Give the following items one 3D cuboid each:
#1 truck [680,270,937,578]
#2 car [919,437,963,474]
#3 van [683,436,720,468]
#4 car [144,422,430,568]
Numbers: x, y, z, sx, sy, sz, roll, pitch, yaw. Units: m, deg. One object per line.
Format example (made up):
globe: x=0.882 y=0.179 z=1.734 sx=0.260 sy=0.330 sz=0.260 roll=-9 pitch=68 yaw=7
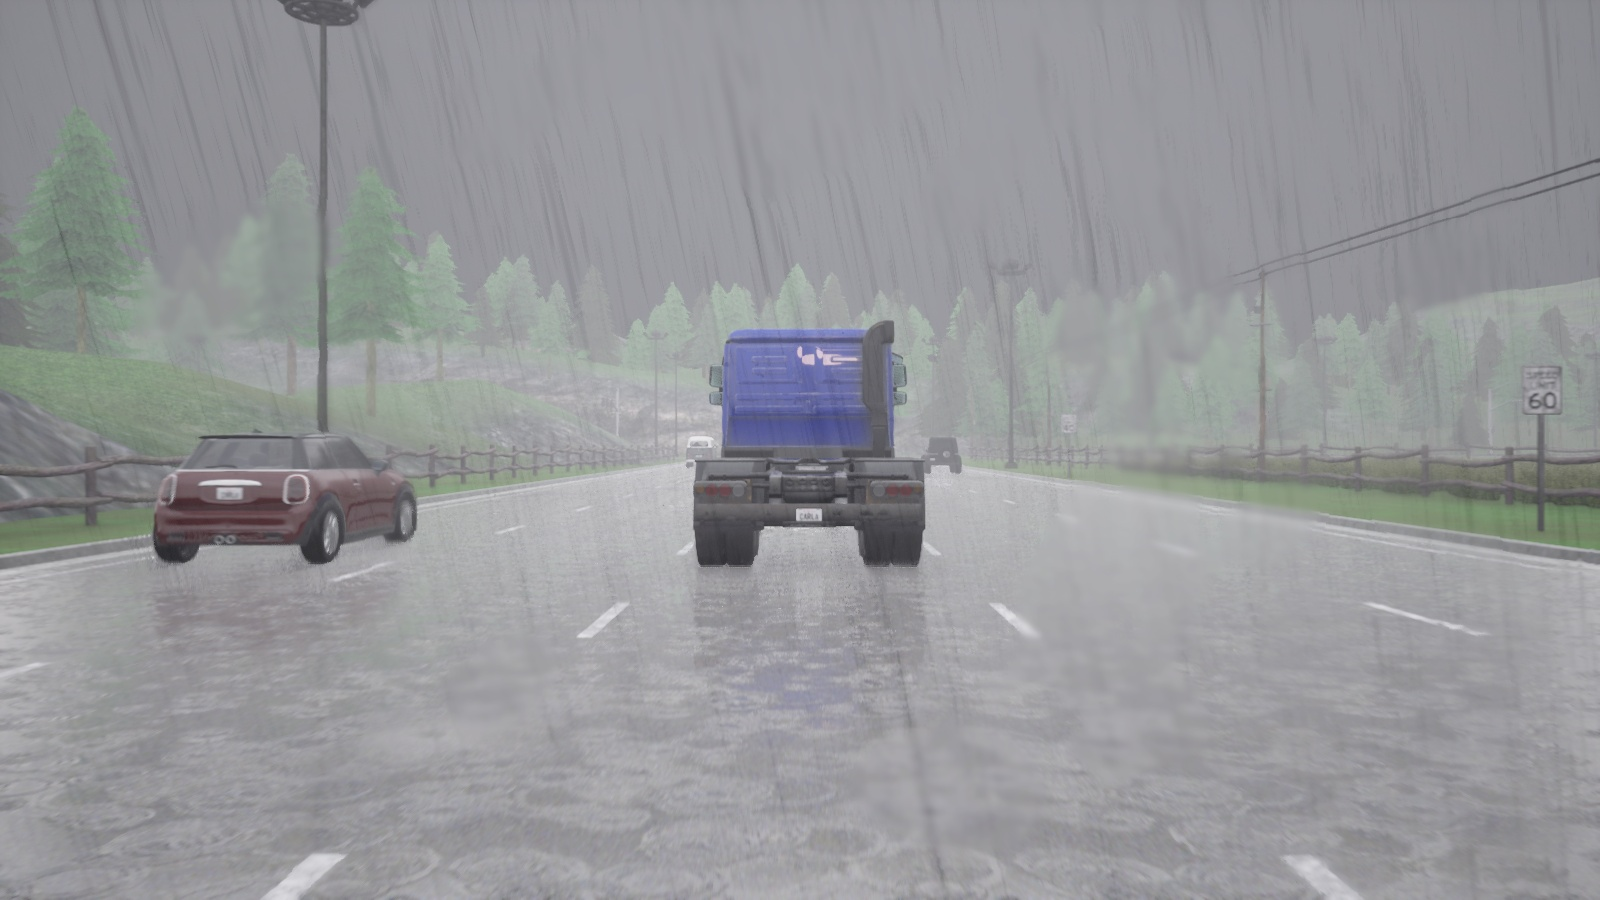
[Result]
truck: x=0.120 y=-0.309 z=18.114 sx=2.891 sy=3.462 sz=7.936 roll=0 pitch=0 yaw=0
car: x=7.392 y=0.279 z=66.041 sx=1.905 sy=1.878 sz=3.866 roll=0 pitch=0 yaw=0
van: x=-6.510 y=0.125 z=83.217 sx=2.069 sy=2.038 sz=4.480 roll=0 pitch=0 yaw=0
car: x=-6.885 y=0.529 z=17.474 sx=2.097 sy=1.767 sz=4.553 roll=0 pitch=0 yaw=0
